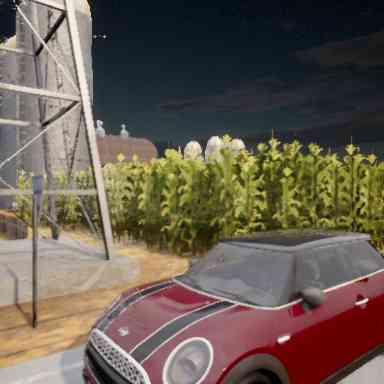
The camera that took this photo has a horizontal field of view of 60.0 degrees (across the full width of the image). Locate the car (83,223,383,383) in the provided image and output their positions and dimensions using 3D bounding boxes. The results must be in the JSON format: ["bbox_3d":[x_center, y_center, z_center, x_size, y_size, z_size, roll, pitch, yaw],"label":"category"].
[{"bbox_3d":[0.985,1.370,4.401,4.553,1.767,2.097,0,0,-37],"label":"car"}]
